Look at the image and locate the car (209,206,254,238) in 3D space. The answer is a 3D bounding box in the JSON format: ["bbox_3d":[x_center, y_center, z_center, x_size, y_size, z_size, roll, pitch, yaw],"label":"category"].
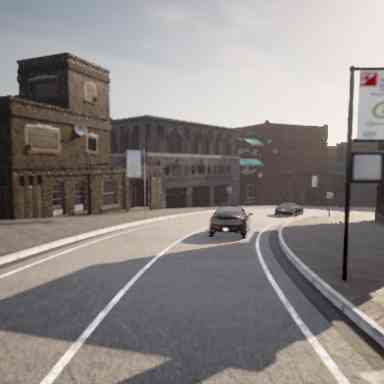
[{"bbox_3d":[2.169,1.523,18.066,1.837,1.490,4.892,1,0,14],"label":"car"}]

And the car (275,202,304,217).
[{"bbox_3d":[10.226,1.770,34.655,1.994,1.385,4.181,3,1,36],"label":"car"}]
